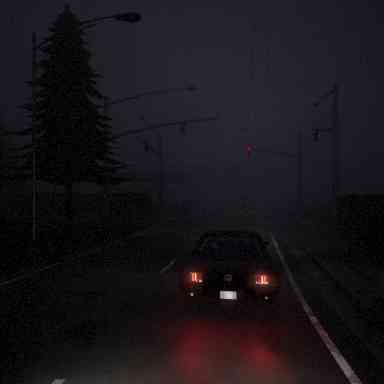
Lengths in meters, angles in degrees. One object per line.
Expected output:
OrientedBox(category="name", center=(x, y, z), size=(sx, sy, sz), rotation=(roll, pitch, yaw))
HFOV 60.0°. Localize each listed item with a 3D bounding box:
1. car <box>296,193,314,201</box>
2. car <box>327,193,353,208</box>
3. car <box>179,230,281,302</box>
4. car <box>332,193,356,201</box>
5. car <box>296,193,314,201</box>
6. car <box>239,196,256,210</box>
OrientedBox(category="car", center=(26.057, 1.361, 76.777), size=(3.806, 1.475, 1.970), rotation=(0, 0, 10))
OrientedBox(category="car", center=(20.189, 1.330, 43.026), size=(5.027, 1.636, 2.152), rotation=(0, 0, 10))
OrientedBox(category="car", center=(0.979, 1.601, 8.289), size=(1.895, 1.301, 4.718), rotation=(0, 0, 8))
OrientedBox(category="car", center=(34.415, 1.097, 75.350), size=(4.605, 1.855, 1.932), rotation=(0, 0, 10))
OrientedBox(category="car", center=(27.233, 1.077, 79.946), size=(3.866, 1.878, 1.905), rotation=(0, 0, 10))
OrientedBox(category="car", center=(7.177, 1.352, 43.231), size=(2.097, 1.767, 4.553), rotation=(0, 0, 10))
